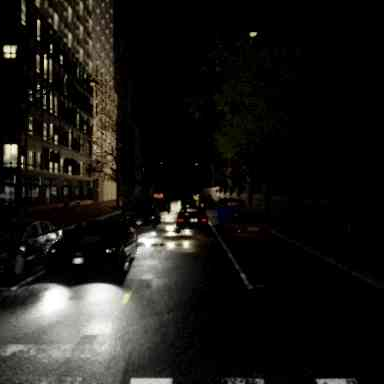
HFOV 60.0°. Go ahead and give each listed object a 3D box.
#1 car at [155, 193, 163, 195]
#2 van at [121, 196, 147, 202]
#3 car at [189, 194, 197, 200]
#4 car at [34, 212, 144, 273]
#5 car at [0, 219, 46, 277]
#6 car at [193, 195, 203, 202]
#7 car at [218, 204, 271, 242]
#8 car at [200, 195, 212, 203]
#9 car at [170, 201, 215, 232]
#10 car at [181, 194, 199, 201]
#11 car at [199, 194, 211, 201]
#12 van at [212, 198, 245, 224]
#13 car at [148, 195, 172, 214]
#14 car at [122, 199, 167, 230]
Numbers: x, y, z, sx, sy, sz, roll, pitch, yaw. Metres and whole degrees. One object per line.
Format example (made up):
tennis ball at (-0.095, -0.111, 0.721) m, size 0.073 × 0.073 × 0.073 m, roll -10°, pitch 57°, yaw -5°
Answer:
car at (-6.566, 1.159, 65.492) m, size 2.192 × 1.841 × 5.009 m, roll 0°, pitch 0°, yaw -2°
van at (-5.726, 1.272, 32.216) m, size 1.690 × 1.788 × 3.998 m, roll 0°, pitch 0°, yaw -1°
car at (0.321, 1.239, 85.986) m, size 1.801 × 1.575 × 5.366 m, roll 0°, pitch 0°, yaw -3°
car at (-2.883, 1.543, 10.391) m, size 1.994 × 1.385 × 4.181 m, roll 0°, pitch 0°, yaw 0°
car at (-5.341, 1.531, 10.035) m, size 2.008 × 1.369 × 4.403 m, roll 0°, pitch 0°, yaw 0°
car at (1.253, 1.351, 71.432) m, size 1.752 × 1.417 × 4.829 m, roll 0°, pitch 0°, yaw -2°
car at (2.501, 1.492, 15.982) m, size 1.752 × 1.417 × 4.829 m, roll 0°, pitch 0°, yaw 0°
car at (2.194, 1.441, 38.157) m, size 1.752 × 1.417 × 4.829 m, roll 0°, pitch 0°, yaw -1°
car at (-0.001, 1.506, 19.586) m, size 2.033 × 1.411 × 5.357 m, roll 0°, pitch 0°, yaw -1°
car at (-0.478, 1.250, 44.979) m, size 2.097 × 1.767 × 4.553 m, roll 0°, pitch 0°, yaw -1°
car at (1.949, 1.202, 49.082) m, size 2.192 × 1.841 × 5.009 m, roll 0°, pitch 0°, yaw -1°
van at (2.449, 1.296, 21.356) m, size 1.690 × 1.788 × 3.998 m, roll 0°, pitch 0°, yaw -1°
car at (-3.139, 1.402, 34.475) m, size 1.882 × 1.535 × 5.008 m, roll 0°, pitch 0°, yaw -1°
car at (-2.965, 1.448, 20.970) m, size 2.128 × 1.511 × 4.902 m, roll 0°, pitch 0°, yaw -1°
